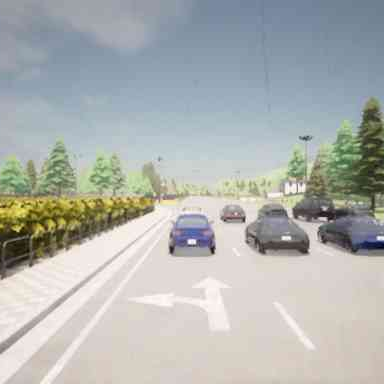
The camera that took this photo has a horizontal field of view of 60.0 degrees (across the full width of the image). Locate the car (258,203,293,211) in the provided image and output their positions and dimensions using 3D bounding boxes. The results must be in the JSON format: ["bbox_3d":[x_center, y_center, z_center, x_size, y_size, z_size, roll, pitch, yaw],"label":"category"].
[{"bbox_3d":[7.022,1.779,29.297,1.837,1.490,4.892,0,0,0],"label":"car"}]

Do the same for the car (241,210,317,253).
[{"bbox_3d":[3.513,1.698,14.331,1.994,1.385,4.181,0,0,0],"label":"car"}]

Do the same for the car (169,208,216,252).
[{"bbox_3d":[0.014,1.660,14.373,1.812,1.442,4.674,0,0,0],"label":"car"}]

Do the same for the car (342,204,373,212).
[{"bbox_3d":[14.022,1.764,29.290,2.128,1.511,4.902,0,0,0],"label":"car"}]

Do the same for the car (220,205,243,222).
[{"bbox_3d":[3.518,1.816,28.984,2.033,1.411,5.357,0,0,0],"label":"car"}]

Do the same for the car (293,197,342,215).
[{"bbox_3d":[10.518,1.485,29.002,2.150,2.045,5.566,0,0,0],"label":"car"}]

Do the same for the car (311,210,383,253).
[{"bbox_3d":[7.016,1.698,14.317,1.994,1.385,4.181,0,0,0],"label":"car"}]

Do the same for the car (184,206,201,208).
[{"bbox_3d":[0.019,1.871,29.102,1.895,1.301,4.718,0,0,0],"label":"car"}]
